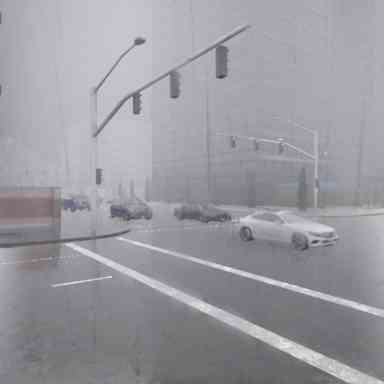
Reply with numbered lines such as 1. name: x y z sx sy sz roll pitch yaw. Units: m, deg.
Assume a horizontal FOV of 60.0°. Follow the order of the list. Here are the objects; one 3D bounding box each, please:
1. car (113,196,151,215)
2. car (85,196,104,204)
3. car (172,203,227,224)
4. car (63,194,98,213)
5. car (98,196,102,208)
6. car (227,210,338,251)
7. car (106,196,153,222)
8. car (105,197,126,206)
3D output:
1. car: -6.340 1.352 34.722 2.097 1.767 4.553 0 0 -36
2. car: -19.032 1.492 64.819 2.128 1.511 4.902 0 0 -36
3. car: 0.570 1.547 25.074 2.033 1.411 5.357 0 0 -36
4. car: -13.173 1.223 38.254 2.150 2.045 5.566 0 0 -36
5. car: -14.494 1.526 46.127 1.812 1.442 4.674 0 0 -35
6. car: 3.894 1.526 14.425 1.812 1.442 4.674 0 0 -36
7. car: -4.969 1.351 26.789 2.097 1.767 4.553 0 0 -35
8. car: -13.067 1.526 56.485 1.812 1.442 4.674 0 0 -36
